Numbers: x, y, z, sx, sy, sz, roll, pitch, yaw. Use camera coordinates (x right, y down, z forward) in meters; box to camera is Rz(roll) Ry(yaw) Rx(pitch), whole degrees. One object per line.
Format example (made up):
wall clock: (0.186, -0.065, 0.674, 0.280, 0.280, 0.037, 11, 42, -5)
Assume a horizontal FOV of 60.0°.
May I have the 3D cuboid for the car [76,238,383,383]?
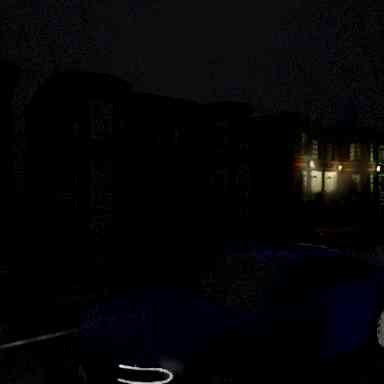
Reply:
car: (1.014, 1.471, 4.601, 5.008, 1.535, 1.882, 0, 0, -34)
